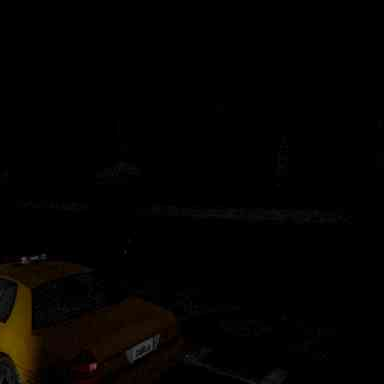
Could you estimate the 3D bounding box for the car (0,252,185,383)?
[{"bbox_3d":[-2.362,1.525,4.650,4.829,1.417,1.752,0,0,36],"label":"car"}]
